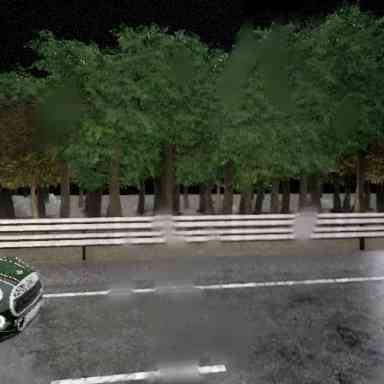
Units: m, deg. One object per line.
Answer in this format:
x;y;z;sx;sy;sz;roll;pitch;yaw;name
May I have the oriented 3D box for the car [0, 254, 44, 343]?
-4.790;1.367;5.036;4.553;1.767;2.097;-1;0;-9;car
